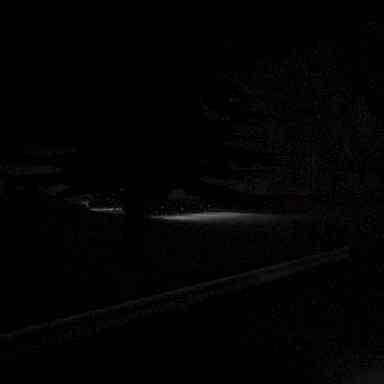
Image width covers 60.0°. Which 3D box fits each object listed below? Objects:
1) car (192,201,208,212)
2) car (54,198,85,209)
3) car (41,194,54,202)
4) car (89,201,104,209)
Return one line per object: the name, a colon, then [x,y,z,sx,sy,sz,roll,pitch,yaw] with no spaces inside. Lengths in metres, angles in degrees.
car: [-0.156,1.633,38.839,4.718,1.301,1.895,0,0,43]
car: [-16.060,1.506,44.286,4.674,1.442,1.812,1,0,43]
car: [-26.450,1.252,63.958,4.902,1.511,2.128,1,1,44]
car: [-12.420,1.519,45.638,4.674,1.442,1.812,1,1,44]
